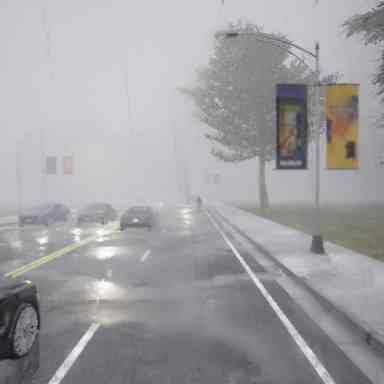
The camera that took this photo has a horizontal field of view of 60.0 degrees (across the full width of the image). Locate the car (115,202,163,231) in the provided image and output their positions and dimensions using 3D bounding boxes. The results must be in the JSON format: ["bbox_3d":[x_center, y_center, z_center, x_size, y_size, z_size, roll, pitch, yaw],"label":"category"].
[{"bbox_3d":[-3.149,1.554,20.616,1.994,1.385,4.181,0,0,0],"label":"car"}]

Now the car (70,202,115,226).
[{"bbox_3d":[-6.595,1.493,23.400,1.837,1.490,4.892,0,0,0],"label":"car"}]

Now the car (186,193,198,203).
[{"bbox_3d":[0.004,1.214,69.406,2.150,2.045,5.566,0,0,0],"label":"car"}]

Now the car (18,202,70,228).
[{"bbox_3d":[-9.847,1.466,22.554,1.882,1.535,5.008,0,0,0],"label":"car"}]

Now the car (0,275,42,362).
[{"bbox_3d":[-3.149,1.490,3.042,2.128,1.511,4.902,0,0,0],"label":"car"}]

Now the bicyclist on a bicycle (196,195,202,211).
[{"bbox_3d":[0.894,1.354,38.617,0.659,1.776,1.843,0,0,0],"label":"bicyclist on a bicycle"}]

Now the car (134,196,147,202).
[{"bbox_3d":[-9.760,1.534,63.833,2.033,1.411,5.357,0,0,0],"label":"car"}]

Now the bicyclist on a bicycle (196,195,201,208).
[{"bbox_3d":[0.893,1.355,47.816,0.659,1.776,1.843,0,0,0],"label":"bicyclist on a bicycle"}]

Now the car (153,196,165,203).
[{"bbox_3d":[-6.507,1.499,65.873,2.128,1.511,4.902,0,0,0],"label":"car"}]
